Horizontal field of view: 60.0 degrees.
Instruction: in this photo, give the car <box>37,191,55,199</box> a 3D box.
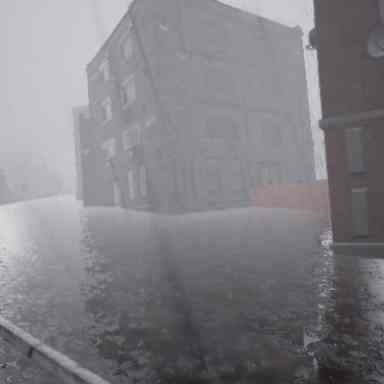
[{"bbox_3d":[-29.098,0.569,66.358,1.895,1.301,4.718,-4,3,-1],"label":"car"}]
